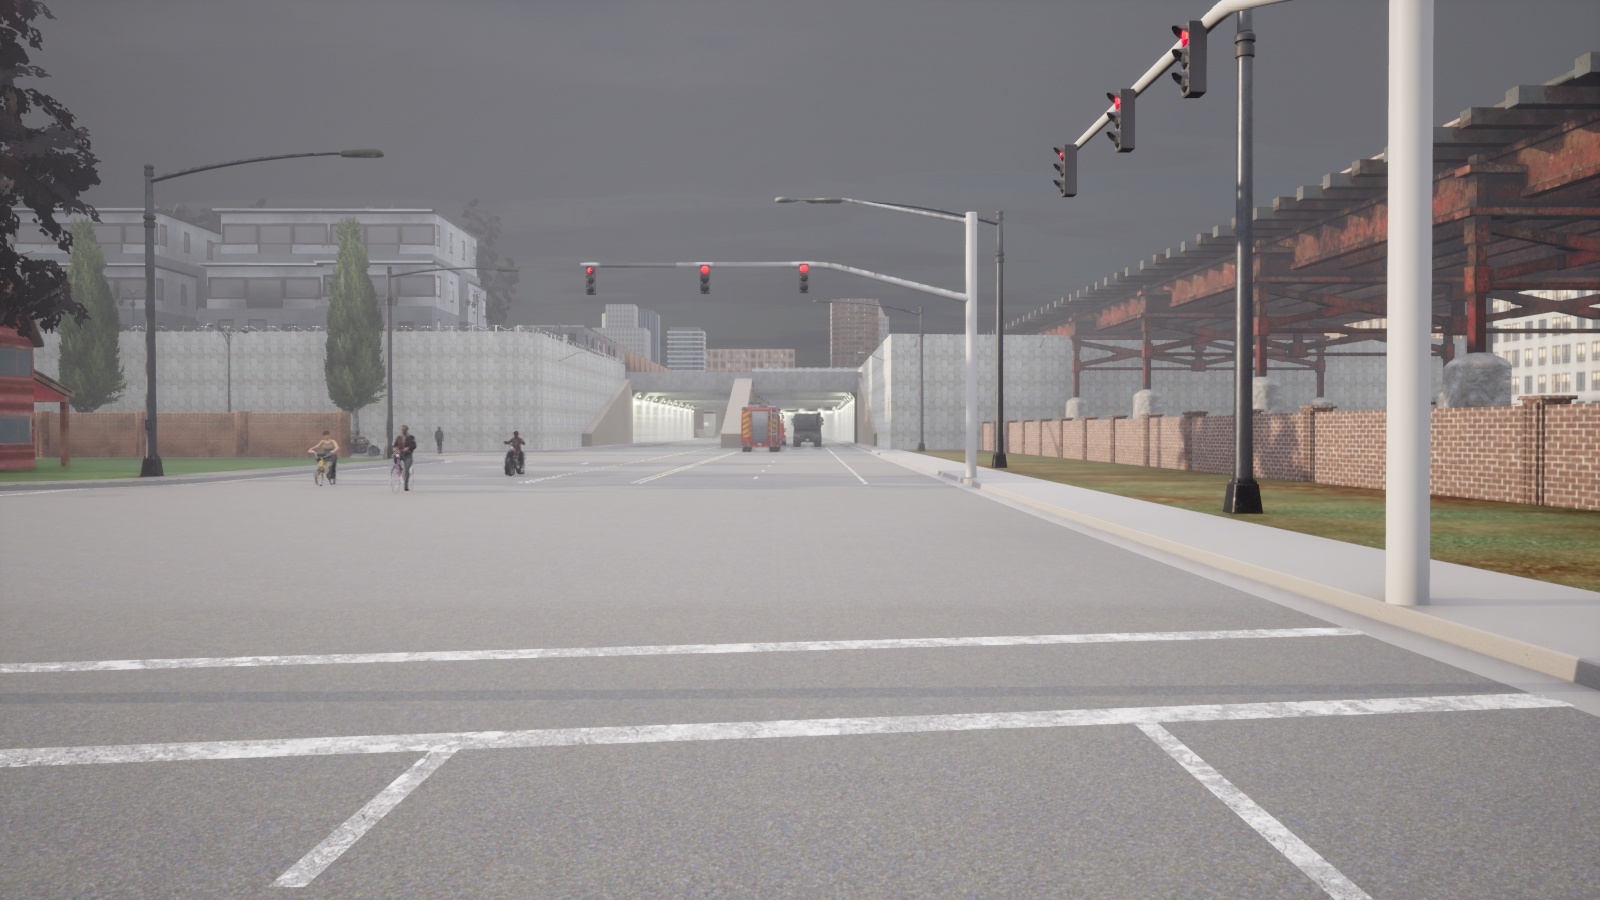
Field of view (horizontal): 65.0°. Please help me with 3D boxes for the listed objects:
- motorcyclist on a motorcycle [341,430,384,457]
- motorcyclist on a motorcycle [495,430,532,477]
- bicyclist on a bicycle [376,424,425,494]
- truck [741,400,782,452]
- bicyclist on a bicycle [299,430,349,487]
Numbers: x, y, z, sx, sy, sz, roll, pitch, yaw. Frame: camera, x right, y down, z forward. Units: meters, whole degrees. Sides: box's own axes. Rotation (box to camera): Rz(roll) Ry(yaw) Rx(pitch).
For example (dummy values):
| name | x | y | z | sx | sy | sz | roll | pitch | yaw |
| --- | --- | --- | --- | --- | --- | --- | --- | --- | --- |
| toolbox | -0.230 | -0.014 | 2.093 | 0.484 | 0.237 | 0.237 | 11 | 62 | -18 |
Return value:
| name | x | y | z | sx | sy | sz | roll | pitch | yaw |
| --- | --- | --- | --- | --- | --- | --- | --- | --- | --- |
| motorcyclist on a motorcycle | -26.778 | -0.406 | 76.837 | 2.350 | 1.649 | 0.766 | 0 | 1 | 0 |
| motorcyclist on a motorcycle | -10.226 | 0.102 | 44.924 | 0.766 | 1.649 | 2.350 | 0 | 1 | 0 |
| bicyclist on a bicycle | -10.298 | 0.216 | 32.429 | 0.659 | 1.776 | 1.843 | 0 | 1 | 0 |
| truck | -2.924 | -1.819 | 97.182 | 2.891 | 3.827 | 8.468 | 0 | 1 | 0 |
| bicyclist on a bicycle | -13.776 | 0.218 | 36.377 | 0.866 | 1.612 | 1.509 | 0 | 1 | 0 |
